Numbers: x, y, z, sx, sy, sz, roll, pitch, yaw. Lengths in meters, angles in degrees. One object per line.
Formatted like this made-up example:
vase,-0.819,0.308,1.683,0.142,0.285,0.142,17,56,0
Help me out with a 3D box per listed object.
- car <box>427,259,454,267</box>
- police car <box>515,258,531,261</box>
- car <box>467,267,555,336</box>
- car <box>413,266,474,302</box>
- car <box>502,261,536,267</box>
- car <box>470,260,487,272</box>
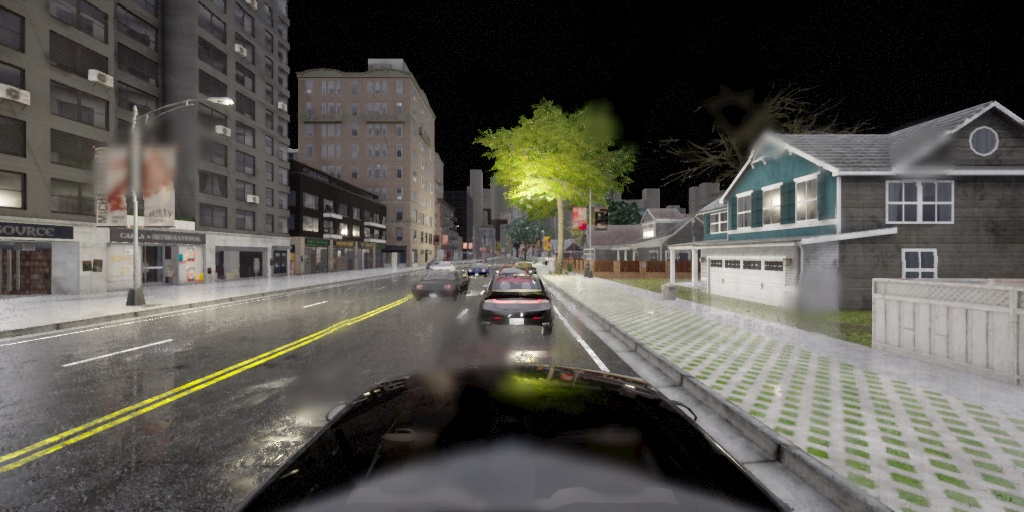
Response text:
car,-6.568,1.250,34.638,1.812,1.442,4.674,0,0,0
police car,1.002,1.157,29.634,1.930,1.638,5.238,0,0,0
car,0.111,1.239,10.401,2.128,1.511,4.902,0,0,0
car,-3.134,1.345,16.874,1.895,1.301,4.718,0,0,0
car,0.118,1.219,19.904,1.882,1.535,5.008,0,0,0
car,-3.118,1.326,34.226,1.895,1.301,4.718,0,0,0
